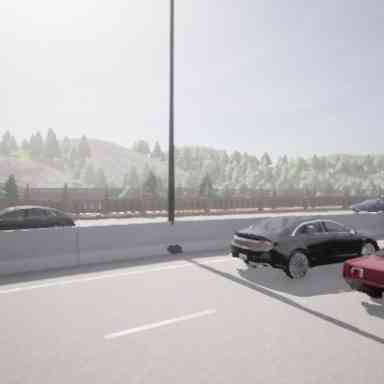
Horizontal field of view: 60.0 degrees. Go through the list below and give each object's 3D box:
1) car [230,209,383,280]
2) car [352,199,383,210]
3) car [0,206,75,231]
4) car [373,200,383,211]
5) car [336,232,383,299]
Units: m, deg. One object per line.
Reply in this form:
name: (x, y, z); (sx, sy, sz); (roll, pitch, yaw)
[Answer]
car: (3.412, 1.436, 9.734); (4.902, 1.511, 2.128); (0, 0, -30)
car: (17.843, 1.383, 32.616); (4.674, 1.442, 1.812); (0, 0, -25)
car: (-7.955, 1.424, 15.277); (4.892, 1.490, 1.837); (0, 0, -33)
car: (15.479, 1.452, 23.799); (4.181, 1.385, 1.994); (0, 0, -25)
car: (5.415, 1.558, 6.912); (4.718, 1.301, 1.895); (0, 0, -30)
